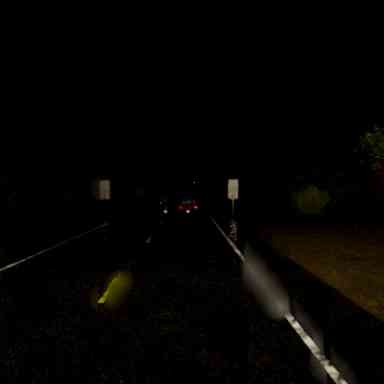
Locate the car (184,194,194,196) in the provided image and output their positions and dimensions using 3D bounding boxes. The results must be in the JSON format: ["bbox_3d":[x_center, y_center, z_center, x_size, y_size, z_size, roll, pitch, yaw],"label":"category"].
[{"bbox_3d":[-0.451,1.063,47.058,2.128,1.511,4.902,0,0,0],"label":"car"}]

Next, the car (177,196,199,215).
[{"bbox_3d":[-0.311,1.311,29.843,1.895,1.301,4.718,0,1,0],"label":"car"}]

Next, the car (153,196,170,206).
[{"bbox_3d":[-3.991,1.180,44.349,1.994,1.385,4.181,0,0,-1],"label":"car"}]
